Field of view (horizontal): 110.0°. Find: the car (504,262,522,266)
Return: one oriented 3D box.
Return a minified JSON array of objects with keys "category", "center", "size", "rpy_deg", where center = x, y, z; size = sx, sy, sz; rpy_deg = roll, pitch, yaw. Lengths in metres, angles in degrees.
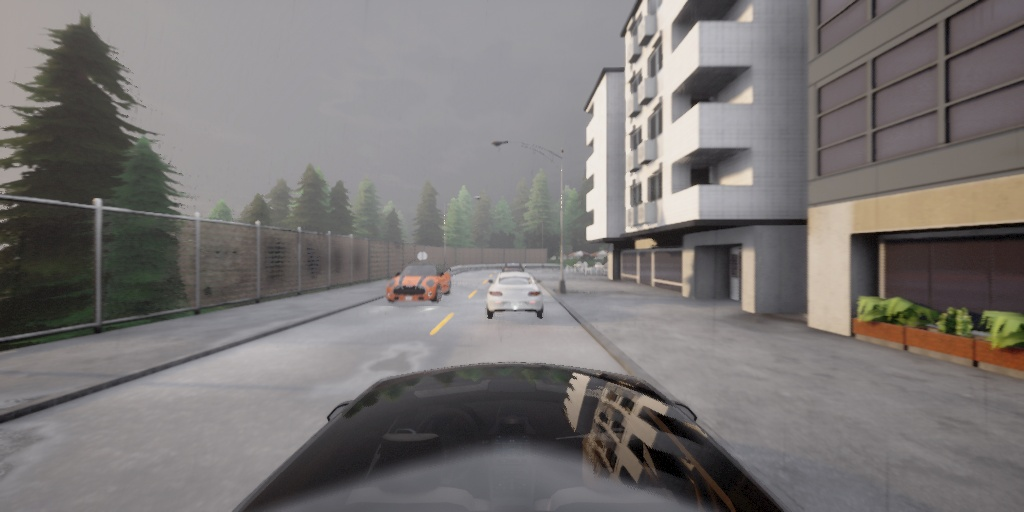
[{"category":"car","center":[0.093,1.229,30.719],"size":[2.128,1.511,4.902],"rpy_deg":[0,0,0]}]

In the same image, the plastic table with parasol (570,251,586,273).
[{"category":"plastic table with parasol","center":[7.772,0.659,40.597],"size":[2.482,2.480,2.482],"rpy_deg":[0,0,0]}]

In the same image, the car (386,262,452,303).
[{"category":"car","center":[-4.104,1.095,16.478],"size":[2.097,1.767,4.553],"rpy_deg":[0,0,0]}]

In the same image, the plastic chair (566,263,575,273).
[{"category":"plastic chair","center":[6.501,1.239,40.806],"size":[0.730,1.272,0.750],"rpy_deg":[0,0,10]}]

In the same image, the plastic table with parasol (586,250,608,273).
[{"category":"plastic table with parasol","center":[9.234,0.660,36.288],"size":[2.482,2.480,2.482],"rpy_deg":[0,0,0]}]

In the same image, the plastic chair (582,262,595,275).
[{"category":"plastic chair","center":[7.755,1.264,36.477],"size":[0.730,1.272,0.750],"rpy_deg":[0,0,10]}]

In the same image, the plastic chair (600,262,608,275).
[{"category":"plastic chair","center":[9.246,1.265,34.858],"size":[0.750,1.272,0.730],"rpy_deg":[0,0,10]}]

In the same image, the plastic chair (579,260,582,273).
[{"category":"plastic chair","center":[7.993,1.263,39.187],"size":[0.750,1.272,0.730],"rpy_deg":[0,0,10]}]

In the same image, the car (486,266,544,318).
[{"category":"car","center":[0.097,1.271,12.914],"size":[1.812,1.442,4.674],"rpy_deg":[0,0,0]}]
